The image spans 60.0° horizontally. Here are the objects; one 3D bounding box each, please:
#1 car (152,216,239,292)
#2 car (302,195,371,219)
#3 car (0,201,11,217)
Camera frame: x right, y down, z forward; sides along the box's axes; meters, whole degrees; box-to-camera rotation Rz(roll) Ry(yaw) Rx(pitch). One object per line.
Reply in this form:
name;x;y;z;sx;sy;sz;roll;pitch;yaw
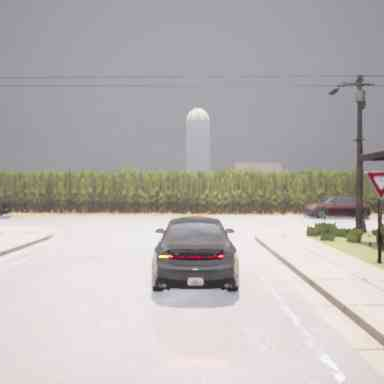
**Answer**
car;0.079;1.393;8.612;1.837;1.490;4.892;0;1;0
car;10.645;1.063;24.712;4.553;1.767;2.097;0;1;1
car;-16.476;1.181;25.222;5.008;1.535;1.882;0;1;0
